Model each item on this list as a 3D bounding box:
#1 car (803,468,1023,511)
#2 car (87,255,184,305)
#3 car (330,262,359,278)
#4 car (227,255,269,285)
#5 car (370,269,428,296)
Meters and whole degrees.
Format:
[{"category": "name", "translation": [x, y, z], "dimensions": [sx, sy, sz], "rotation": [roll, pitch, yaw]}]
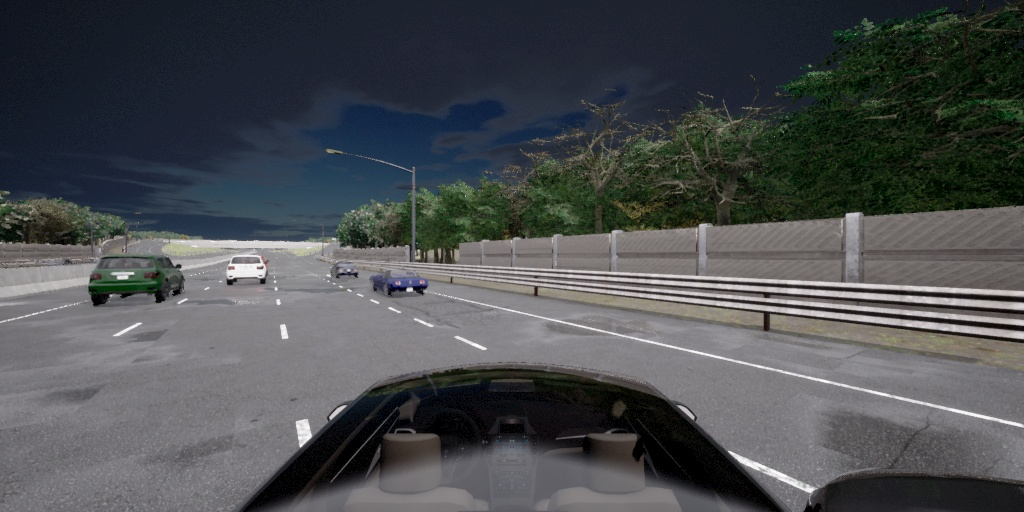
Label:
[{"category": "car", "translation": [2.986, 1.315, 0.431], "dimensions": [4.181, 1.385, 1.994], "rotation": [0, 0, 34]}, {"category": "car", "translation": [-16.953, 0.961, 16.453], "dimensions": [2.150, 2.045, 5.566], "rotation": [0, 0, -34]}, {"category": "car", "translation": [-15.646, 1.280, 33.340], "dimensions": [2.033, 1.411, 5.357], "rotation": [0, 0, -34]}, {"category": "car", "translation": [-19.272, 0.957, 26.181], "dimensions": [2.150, 2.045, 5.566], "rotation": [0, 0, -34]}, {"category": "car", "translation": [-6.223, 1.347, 19.321], "dimensions": [1.895, 1.301, 4.718], "rotation": [0, 0, -34]}]
